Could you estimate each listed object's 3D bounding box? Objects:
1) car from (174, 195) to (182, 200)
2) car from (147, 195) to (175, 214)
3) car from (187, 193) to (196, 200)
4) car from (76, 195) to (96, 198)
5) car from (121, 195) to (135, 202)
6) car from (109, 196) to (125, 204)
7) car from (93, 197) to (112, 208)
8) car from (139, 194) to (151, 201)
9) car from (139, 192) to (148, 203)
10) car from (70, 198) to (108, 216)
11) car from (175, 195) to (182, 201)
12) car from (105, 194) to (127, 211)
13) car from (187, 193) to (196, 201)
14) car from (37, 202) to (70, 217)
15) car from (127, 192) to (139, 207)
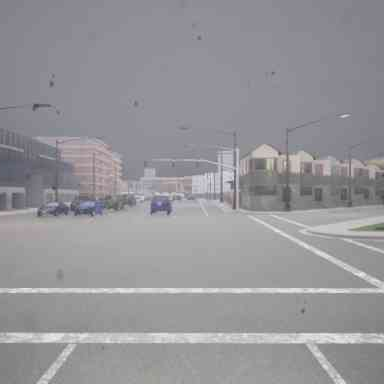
[{"bbox_3d":[-3.648,1.379,87.866,1.895,1.301,4.718,0,-2,0],"label":"car"},{"bbox_3d":[-3.436,1.431,37.942,2.150,2.045,5.566,0,0,0],"label":"car"},{"bbox_3d":[-0.148,1.139,87.819,2.097,1.767,4.553,0,-2,0],"label":"car"},{"bbox_3d":[-14.169,1.428,43.819,2.150,2.045,5.566,0,0,0],"label":"car"},{"bbox_3d":[-14.124,1.364,73.439,2.033,1.411,5.357,0,0,0],"label":"car"},{"bbox_3d":[-14.143,1.500,62.940,1.994,1.385,4.181,0,1,1],"label":"car"},{"bbox_3d":[-14.176,1.641,53.116,1.812,1.442,4.674,0,1,0],"label":"car"},{"bbox_3d":[-10.627,1.300,75.528,1.882,1.535,5.008,0,0,0],"label":"car"},{"bbox_3d":[-10.644,1.119,65.317,2.150,2.045,5.566,0,1,0],"label":"car"},{"bbox_3d":[-10.660,1.671,34.681,1.882,1.535,5.008,0,0,0],"label":"car"},{"bbox_3d":[-3.630,1.345,77.408,2.128,1.511,4.902,0,-1,0],"label":"car"},{"bbox_3d":[-10.665,1.421,44.617,2.150,2.045,5.566,0,1,1],"label":"car"},{"bbox_3d":[-0.131,1.420,77.859,1.895,1.301,4.718,0,-1,0],"label":"car"},{"bbox_3d":[-14.161,1.718,34.248,1.812,1.442,4.674,0,0,0],"label":"car"},{"bbox_3d":[-10.677,1.307,54.963,2.150,2.045,5.566,0,1,0],"label":"car"}]
